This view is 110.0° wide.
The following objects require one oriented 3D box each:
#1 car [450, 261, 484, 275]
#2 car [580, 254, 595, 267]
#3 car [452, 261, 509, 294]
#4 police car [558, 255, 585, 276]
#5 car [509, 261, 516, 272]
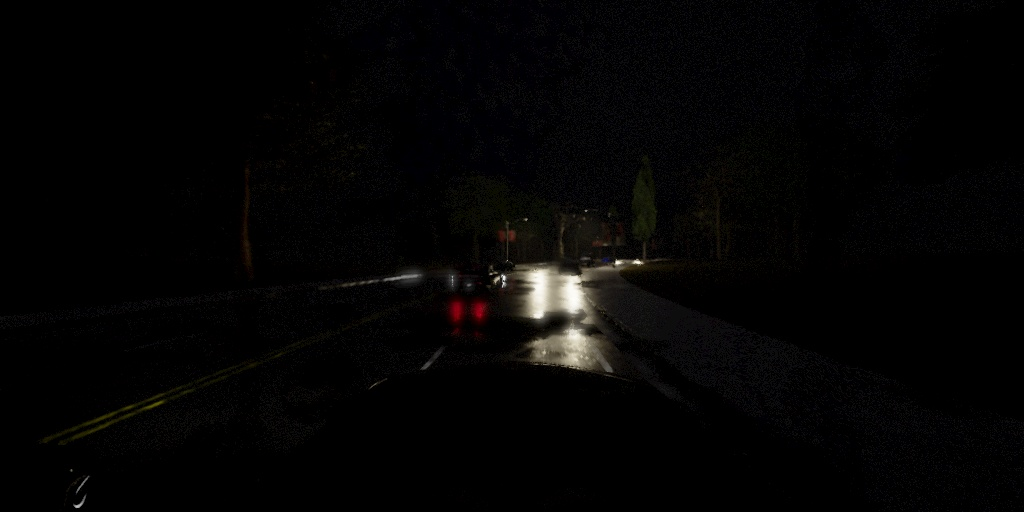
[{"bbox_3d":[-4.736,1.241,38.310,1.895,1.301,4.718,0,0,16],"label":"car"},{"bbox_3d":[11.081,0.916,53.647,2.128,1.511,4.902,0,1,25],"label":"car"},{"bbox_3d":[-1.751,1.204,19.834,2.128,1.511,4.902,0,0,8],"label":"car"},{"bbox_3d":[5.825,1.038,35.701,1.930,1.638,5.238,0,0,16],"label":"police car"},{"bbox_3d":[-1.077,1.221,39.282,1.895,1.301,4.718,0,0,17],"label":"car"}]
